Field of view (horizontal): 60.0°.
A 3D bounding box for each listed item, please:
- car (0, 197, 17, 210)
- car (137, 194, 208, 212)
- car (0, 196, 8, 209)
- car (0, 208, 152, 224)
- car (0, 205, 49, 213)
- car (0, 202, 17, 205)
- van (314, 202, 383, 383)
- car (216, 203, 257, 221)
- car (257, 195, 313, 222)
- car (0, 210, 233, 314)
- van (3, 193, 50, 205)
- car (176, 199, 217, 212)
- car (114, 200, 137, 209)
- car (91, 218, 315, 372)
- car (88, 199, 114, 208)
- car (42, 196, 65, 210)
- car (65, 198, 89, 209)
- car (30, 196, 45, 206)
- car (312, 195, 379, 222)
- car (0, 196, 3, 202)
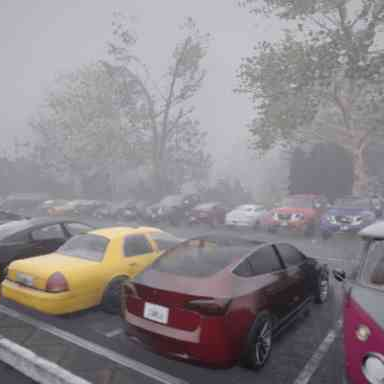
[{"bbox_3d":[-23.468,1.357,39.251,2.002,1.452,4.674,0,0,36],"label":"car"},{"bbox_3d":[-0.803,1.142,23.073,2.435,2.045,5.566,0,0,35],"label":"car"},{"bbox_3d":[-25.734,1.319,40.872,2.097,1.535,5.008,0,0,36],"label":"car"},{"bbox_3d":[-3.662,1.420,9.085,2.097,1.535,5.008,0,0,35],"label":"car"},{"bbox_3d":[-8.246,1.423,12.315,2.163,1.488,4.792,0,0,35],"label":"car"},{"bbox_3d":[-10.511,1.383,13.957,2.231,1.521,4.892,0,0,35],"label":"car"},{"bbox_3d":[3.125,1.248,4.121,1.878,1.987,4.442,0,0,35],"label":"van"},{"bbox_3d":[3.650,1.460,19.938,2.002,1.452,4.674,0,0,35],"label":"car"},{"bbox_3d":[6.006,1.186,18.230,2.435,2.045,5.566,0,0,35],"label":"car"},{"bbox_3d":[-1.269,1.434,7.617,1.946,1.575,5.366,0,0,35],"label":"car"},{"bbox_3d":[-16.604,1.102,34.495,1.878,1.987,4.442,0,0,35],"label":"van"},{"bbox_3d":[1.481,1.407,21.478,2.097,1.535,5.008,0,0,35],"label":"car"},{"bbox_3d":[-3.038,1.412,24.733,2.163,1.488,4.792,0,0,35],"label":"car"},{"bbox_3d":[0.924,1.485,5.865,2.163,1.488,4.792,0,0,35],"label":"car"},{"bbox_3d":[-5.342,1.403,26.300,2.163,1.488,4.792,0,0,35],"label":"car"},{"bbox_3d":[-9.972,1.352,29.402,1.946,1.575,5.366,0,0,35],"label":"car"},{"bbox_3d":[-7.597,1.364,27.934,2.097,1.535,5.008,0,0,35],"label":"car"},{"bbox_3d":[-12.135,1.386,31.167,2.002,1.452,4.674,0,0,35],"label":"car"},{"bbox_3d":[8.175,1.203,16.688,2.435,2.045,5.566,0,0,35],"label":"car"},{"bbox_3d":[-18.954,1.196,35.989,2.185,1.767,4.553,0,0,35],"label":"car"}]
